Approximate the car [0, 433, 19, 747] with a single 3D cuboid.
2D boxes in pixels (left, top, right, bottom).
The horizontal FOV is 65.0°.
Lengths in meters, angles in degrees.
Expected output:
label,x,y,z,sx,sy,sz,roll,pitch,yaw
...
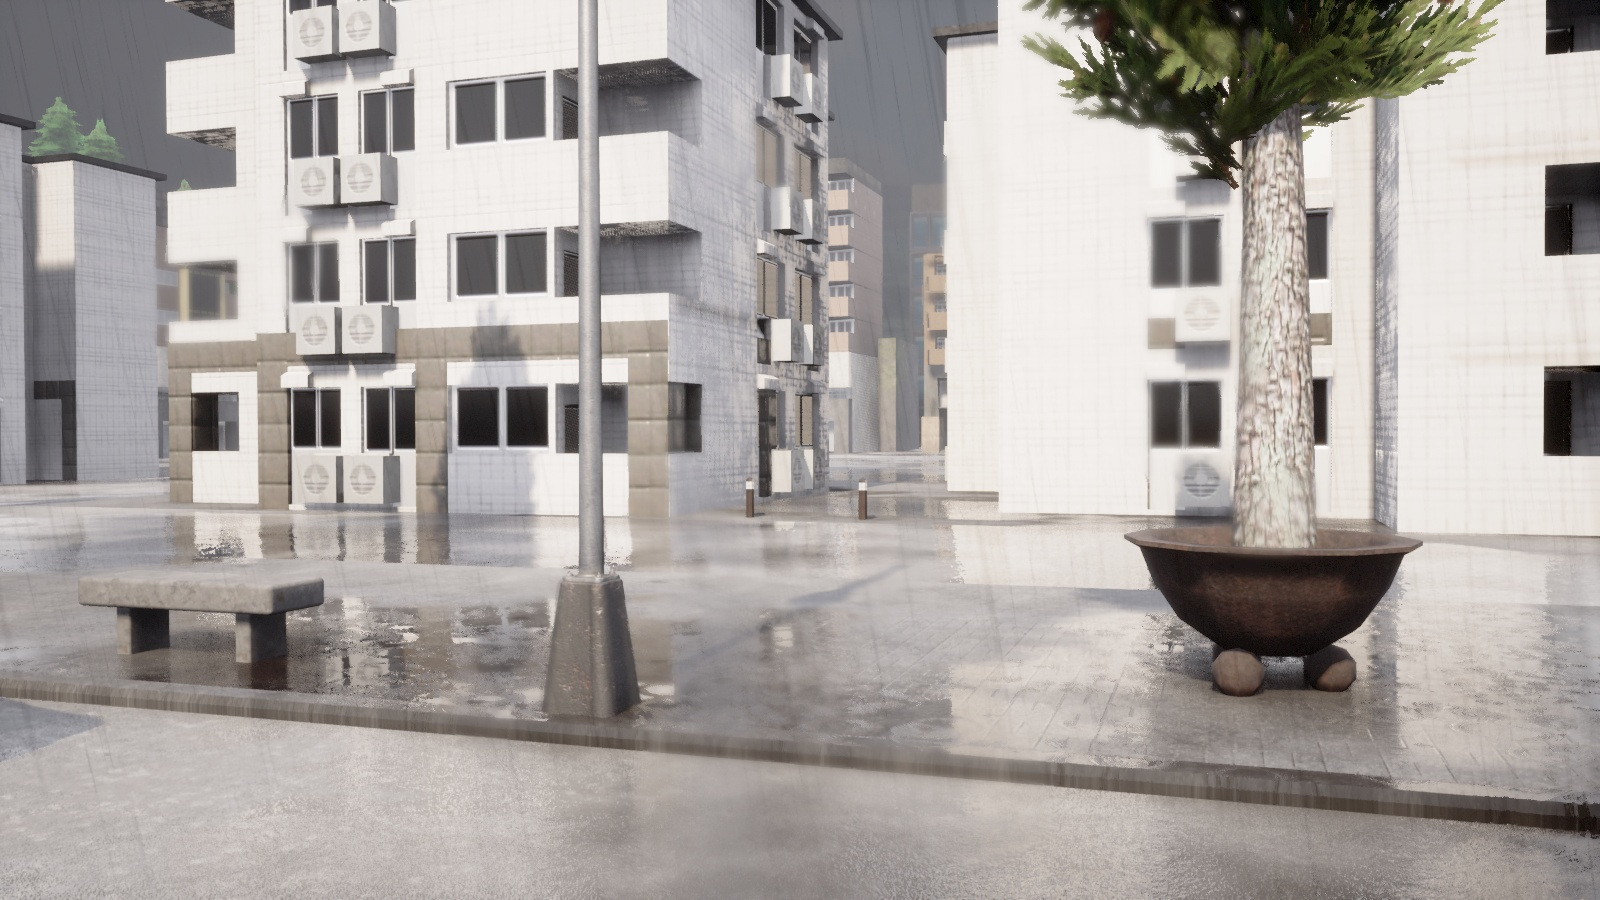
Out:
label,x,y,z,sx,sy,sz,roll,pitch,yaw
car,-6.482,0.665,5.906,4.902,1.511,2.128,1,1,19
